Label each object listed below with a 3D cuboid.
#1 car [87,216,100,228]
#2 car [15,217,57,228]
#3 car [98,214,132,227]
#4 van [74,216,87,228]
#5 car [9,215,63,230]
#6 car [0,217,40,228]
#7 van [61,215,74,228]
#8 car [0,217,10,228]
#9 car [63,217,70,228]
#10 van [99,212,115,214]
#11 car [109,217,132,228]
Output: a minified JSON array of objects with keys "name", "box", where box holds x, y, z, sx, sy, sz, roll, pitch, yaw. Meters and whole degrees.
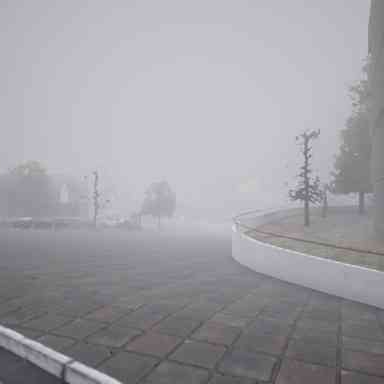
[{"name":"car","box":[-19.271,5.420,57.865,4.892,1.521,2.231,0,-5,5]},{"name":"car","box":[-23.236,4.569,49.674,5.366,1.575,1.946,0,-5,5]},{"name":"car","box":[-15.531,6.014,66.091,5.566,2.045,2.435,0,-5,5]},{"name":"van","box":[-20.416,4.914,55.152,4.442,1.987,1.878,0,-6,5]},{"name":"car","box":[-18.032,3.683,38.698,1.882,1.535,5.008,-1,-6,24]},{"name":"car","box":[-24.313,4.331,46.922,4.674,1.452,2.002,0,-6,5]},{"name":"van","box":[-21.673,4.631,52.412,4.442,1.987,1.878,0,-6,5]},{"name":"car","box":[-25.556,4.049,44.174,4.674,1.452,2.002,0,-5,5]},{"name":"car","box":[-19.373,4.366,45.164,1.895,1.301,4.718,-1,-6,24]},{"name":"van","box":[-23.454,7.323,92.576,1.878,1.987,4.442,0,1,10]},{"name":"car","box":[-12.420,5.862,60.423,1.812,1.442,4.674,-1,-6,25]}]
